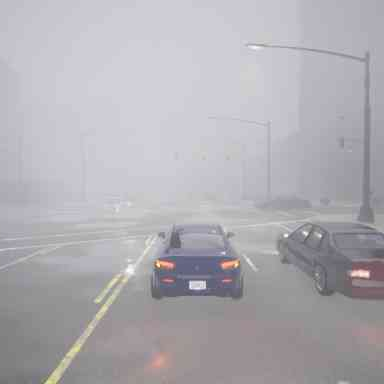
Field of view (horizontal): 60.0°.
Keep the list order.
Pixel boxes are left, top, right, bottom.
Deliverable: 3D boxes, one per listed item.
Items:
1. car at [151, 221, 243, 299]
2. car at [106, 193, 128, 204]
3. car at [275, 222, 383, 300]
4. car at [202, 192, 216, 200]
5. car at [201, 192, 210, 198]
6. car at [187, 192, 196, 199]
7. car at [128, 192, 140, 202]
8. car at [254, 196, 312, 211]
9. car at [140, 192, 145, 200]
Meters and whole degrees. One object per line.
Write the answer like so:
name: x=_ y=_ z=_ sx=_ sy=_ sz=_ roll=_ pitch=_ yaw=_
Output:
car: x=0.104 y=1.440 z=8.126 sx=1.812 sy=1.442 sz=4.674 roll=0 pitch=1 yaw=0
car: x=-10.605 y=0.933 z=46.143 sx=1.812 sy=1.442 sz=4.674 roll=0 pitch=0 yaw=0
car: x=3.603 y=1.461 z=8.396 sx=2.033 sy=1.411 sz=5.357 roll=0 pitch=1 yaw=0
car: x=3.547 y=0.892 z=64.145 sx=1.994 sy=1.385 sz=4.181 roll=0 pitch=0 yaw=0
car: x=3.430 y=0.804 z=86.277 sx=2.033 sy=1.411 sz=5.357 roll=0 pitch=0 yaw=0
car: x=-0.061 y=0.773 z=75.024 sx=1.882 sy=1.535 sz=5.008 roll=0 pitch=0 yaw=0
car: x=-10.605 y=0.845 z=55.922 sx=2.128 sy=1.511 sz=4.902 roll=0 pitch=0 yaw=0
car: x=8.892 y=1.094 z=32.651 sx=5.357 sy=1.411 sz=2.033 roll=0 pitch=1 yaw=-3
car: x=-10.577 y=0.801 z=66.075 sx=1.882 sy=1.535 sz=5.008 roll=0 pitch=0 yaw=0
